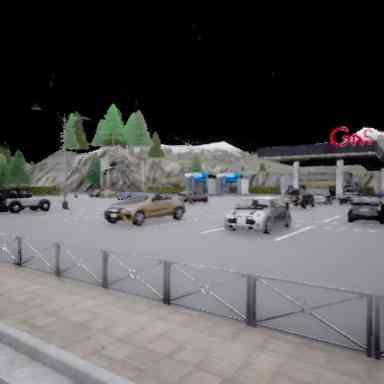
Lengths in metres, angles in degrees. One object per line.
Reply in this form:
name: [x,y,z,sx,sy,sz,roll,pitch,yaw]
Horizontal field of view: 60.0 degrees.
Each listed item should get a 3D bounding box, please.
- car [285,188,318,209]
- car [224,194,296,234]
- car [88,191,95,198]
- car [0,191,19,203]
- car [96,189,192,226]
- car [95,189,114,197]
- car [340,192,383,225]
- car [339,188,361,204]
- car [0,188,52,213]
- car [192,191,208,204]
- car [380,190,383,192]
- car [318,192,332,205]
car: [9.965,0.562,31.014,1.932,1.855,4.605,1,1,34]
car: [3.039,0.974,15.086,1.970,1.475,3.806,1,1,34]
car: [-16.203,0.263,59.059,2.007,1.523,4.514,1,1,34]
car: [-24.244,0.604,42.011,1.970,1.475,3.806,1,1,34]
car: [-2.440,0.828,18.440,2.152,1.636,5.027,1,1,34]
car: [-13.585,0.288,57.331,2.152,1.636,5.027,1,1,34]
car: [10.042,0.982,18.837,2.007,1.523,4.514,1,1,34]
car: [17.119,0.468,35.651,1.905,1.878,3.866,1,1,34]
car: [-13.001,0.606,25.661,1.905,1.878,3.866,1,1,34]
car: [0.084,0.612,38.636,2.007,1.523,4.514,1,1,34]
car: [36.766,0.397,63.409,4.611,1.667,2.242,1,1,34]
car: [14.720,0.705,38.037,1.970,1.475,3.806,1,1,34]
